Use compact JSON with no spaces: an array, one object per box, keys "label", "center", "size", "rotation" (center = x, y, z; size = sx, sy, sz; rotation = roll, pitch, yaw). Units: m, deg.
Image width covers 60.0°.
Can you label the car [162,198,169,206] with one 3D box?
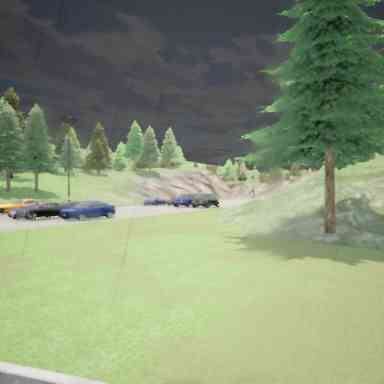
[{"label":"car","center":[-2.255,1.512,53.284],"size":[1.837,1.490,4.892],"rotation":[0,0,28]}]

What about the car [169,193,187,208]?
[{"label":"car","center":[-0.675,1.226,48.842],"size":[2.150,2.045,5.566],"rotation":[0,0,28]}]

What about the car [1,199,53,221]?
[{"label":"car","center":[-12.276,1.474,26.970],"size":[2.128,1.511,4.902],"rotation":[0,0,28]}]

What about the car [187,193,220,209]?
[{"label":"car","center":[1.952,1.231,46.337],"size":[2.150,2.045,5.566],"rotation":[0,0,28]}]

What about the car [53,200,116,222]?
[{"label":"car","center":[-8.331,1.467,26.947],"size":[1.882,1.535,5.008],"rotation":[0,0,28]}]

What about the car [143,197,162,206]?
[{"label":"car","center":[-5.996,1.521,53.730],"size":[1.812,1.442,4.674],"rotation":[0,0,28]}]

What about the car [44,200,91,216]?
[{"label":"car","center":[-12.600,1.547,33.858],"size":[1.994,1.385,4.181],"rotation":[0,0,28]}]
